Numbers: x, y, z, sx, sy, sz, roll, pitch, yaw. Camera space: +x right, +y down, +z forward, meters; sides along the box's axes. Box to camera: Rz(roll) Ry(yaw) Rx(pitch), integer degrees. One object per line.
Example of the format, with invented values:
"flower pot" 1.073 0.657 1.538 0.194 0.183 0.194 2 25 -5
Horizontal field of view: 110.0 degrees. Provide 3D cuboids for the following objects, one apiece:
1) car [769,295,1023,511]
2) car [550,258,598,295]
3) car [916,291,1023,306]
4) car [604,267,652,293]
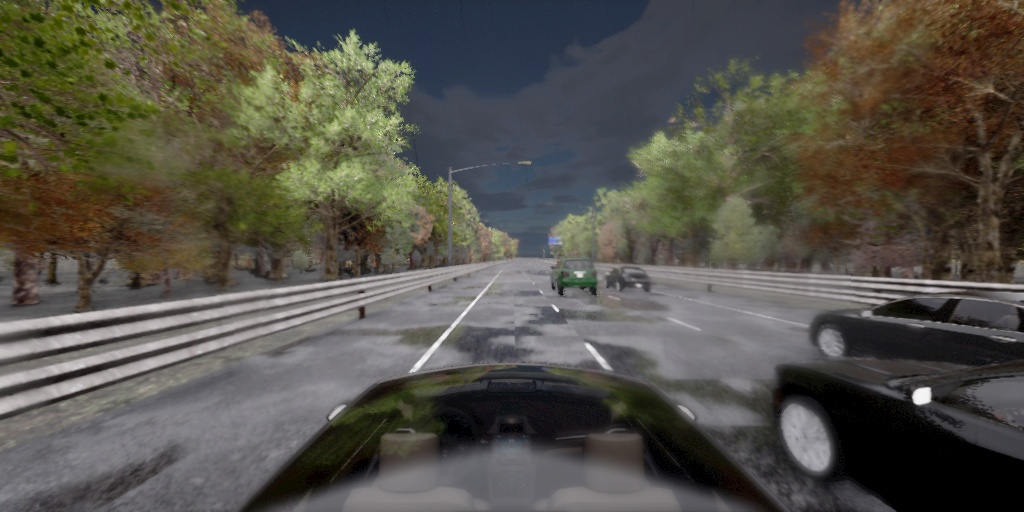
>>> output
"car" 3.599 1.227 1.683 1.882 1.535 5.008 0 -1 0
"car" 3.608 1.153 21.559 2.150 2.045 5.566 0 -1 0
"car" 7.102 1.288 5.497 1.837 1.490 4.892 0 -1 0
"car" 7.109 1.443 22.401 1.837 1.490 4.892 0 -1 0
